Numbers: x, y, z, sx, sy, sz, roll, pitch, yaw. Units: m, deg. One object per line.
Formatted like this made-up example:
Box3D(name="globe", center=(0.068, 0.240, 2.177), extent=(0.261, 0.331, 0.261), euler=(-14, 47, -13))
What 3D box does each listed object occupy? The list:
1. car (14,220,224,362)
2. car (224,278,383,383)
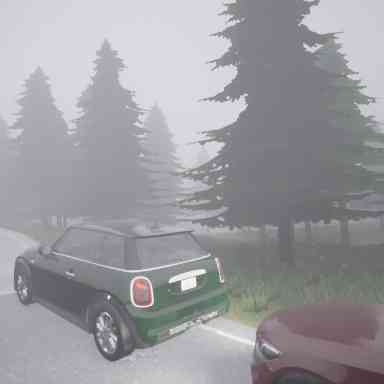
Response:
Box3D(name="car", center=(-1.576, 1.308, 6.213), extent=(4.553, 1.767, 2.097), euler=(1, 1, 44))
Box3D(name="car", center=(2.754, 1.531, 2.593), extent=(4.674, 1.442, 1.812), euler=(1, 0, 36))
